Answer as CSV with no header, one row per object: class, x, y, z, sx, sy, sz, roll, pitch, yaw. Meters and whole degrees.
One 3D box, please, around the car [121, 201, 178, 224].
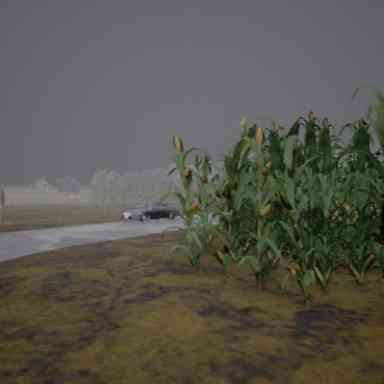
car,-3.046,1.442,24.613,2.128,1.511,4.902,1,0,35
